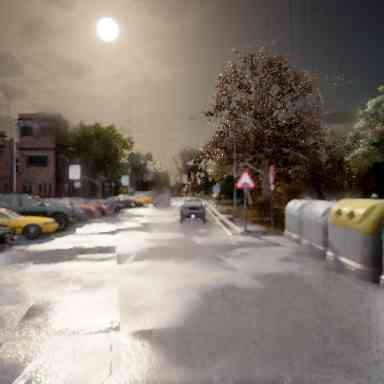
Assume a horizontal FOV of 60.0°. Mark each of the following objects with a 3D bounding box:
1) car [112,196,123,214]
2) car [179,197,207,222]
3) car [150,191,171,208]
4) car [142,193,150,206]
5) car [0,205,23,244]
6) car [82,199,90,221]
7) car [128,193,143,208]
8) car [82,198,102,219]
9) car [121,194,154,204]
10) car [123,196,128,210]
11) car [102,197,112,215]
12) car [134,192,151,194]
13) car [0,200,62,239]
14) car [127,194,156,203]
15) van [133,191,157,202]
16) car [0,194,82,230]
[{"bbox_3d":[-9.180,1.360,30.477,4.792,1.488,2.163,-1,0,-20],"label":"car"},{"bbox_3d":[0.067,1.372,24.806,1.837,1.490,4.892,0,0,0],"label":"car"},{"bbox_3d":[-3.948,1.151,44.520,2.097,1.767,4.553,0,0,0],"label":"car"},{"bbox_3d":[-8.990,1.277,45.534,5.366,1.575,1.946,-1,0,-20],"label":"car"},{"bbox_3d":[-9.279,1.441,12.466,4.792,1.488,2.163,-1,0,-20],"label":"car"},{"bbox_3d":[-9.250,1.407,21.460,4.674,1.452,2.002,-1,1,-20],"label":"car"},{"bbox_3d":[-9.177,1.293,42.469,4.892,1.521,2.231,-1,0,-20],"label":"car"},{"bbox_3d":[-9.270,1.229,24.455,4.553,1.767,2.185,-1,0,-20],"label":"car"},{"bbox_3d":[-9.342,1.236,57.421,5.366,1.575,1.946,-1,1,-20],"label":"car"},{"bbox_3d":[-9.197,1.360,33.469,4.674,1.452,2.002,-1,0,-20],"label":"car"},{"bbox_3d":[-9.254,1.217,27.457,4.553,1.767,2.185,-1,0,-20],"label":"car"},{"bbox_3d":[-8.988,1.267,48.535,5.366,1.575,1.946,-1,0,-20],"label":"car"},{"bbox_3d":[-9.115,1.390,15.523,5.366,1.575,1.946,-1,0,-20],"label":"car"},{"bbox_3d":[-9.192,1.195,60.489,5.008,1.535,2.097,-1,0,-20],"label":"car"},{"bbox_3d":[-9.333,0.874,66.433,4.442,1.987,1.878,-1,1,-20],"label":"van"},{"bbox_3d":[-9.261,1.130,18.480,5.566,2.045,2.435,-1,0,-20],"label":"car"}]
